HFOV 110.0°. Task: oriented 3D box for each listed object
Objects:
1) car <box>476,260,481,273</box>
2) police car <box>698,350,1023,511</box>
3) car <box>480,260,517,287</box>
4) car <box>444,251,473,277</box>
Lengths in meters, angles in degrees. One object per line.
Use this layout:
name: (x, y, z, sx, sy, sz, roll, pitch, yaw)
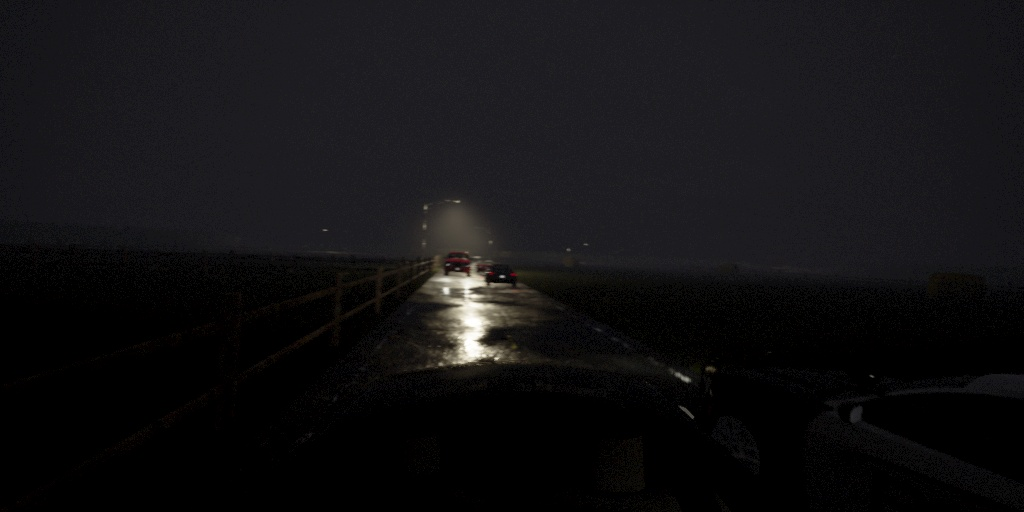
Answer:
car: (-2.762, 1.097, 37.077, 1.895, 1.301, 4.718, 3, 0, -8)
police car: (3.223, 1.351, 1.961, 1.930, 1.638, 5.238, 3, 0, -10)
car: (-0.859, 1.204, 23.905, 1.994, 1.385, 4.181, 3, 0, -8)
car: (-4.653, 0.631, 30.896, 2.150, 2.045, 5.566, 3, 0, -8)
